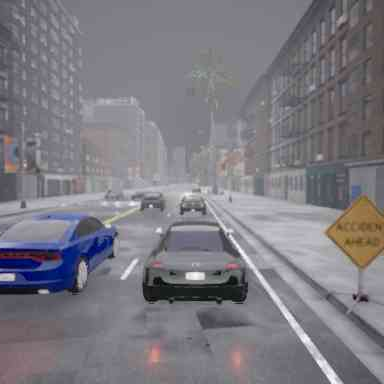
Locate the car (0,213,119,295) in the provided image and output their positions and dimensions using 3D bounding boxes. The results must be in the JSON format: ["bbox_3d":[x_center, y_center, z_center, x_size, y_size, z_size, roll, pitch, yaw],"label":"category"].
[{"bbox_3d":[-3.179,1.250,8.240,1.882,1.535,5.008,0,2,0],"label":"car"}]

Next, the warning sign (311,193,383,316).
[{"bbox_3d":[2.850,0.957,5.604,1.300,1.860,1.060,0,2,0],"label":"warning sign"}]

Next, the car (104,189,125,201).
[{"bbox_3d":[-9.835,0.382,42.384,1.837,1.490,4.892,0,2,0],"label":"car"}]

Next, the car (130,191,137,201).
[{"bbox_3d":[-6.587,0.474,42.561,1.895,1.301,4.718,0,2,0],"label":"car"}]

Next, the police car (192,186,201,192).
[{"bbox_3d":[0.977,-0.440,70.701,1.930,1.638,5.238,0,2,0],"label":"police car"}]

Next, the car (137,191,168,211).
[{"bbox_3d":[-3.161,0.758,28.126,1.837,1.490,4.892,0,2,0],"label":"car"}]

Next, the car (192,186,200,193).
[{"bbox_3d":[0.977,-0.675,80.779,1.801,1.575,5.366,0,2,0],"label":"car"}]

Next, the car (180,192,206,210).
[{"bbox_3d":[0.082,0.923,25.399,1.895,1.301,4.718,0,2,0],"label":"car"}]

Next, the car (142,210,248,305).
[{"bbox_3d":[0.068,1.351,7.697,1.994,1.385,4.181,0,2,0],"label":"car"}]
